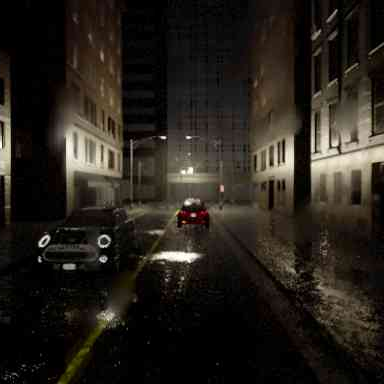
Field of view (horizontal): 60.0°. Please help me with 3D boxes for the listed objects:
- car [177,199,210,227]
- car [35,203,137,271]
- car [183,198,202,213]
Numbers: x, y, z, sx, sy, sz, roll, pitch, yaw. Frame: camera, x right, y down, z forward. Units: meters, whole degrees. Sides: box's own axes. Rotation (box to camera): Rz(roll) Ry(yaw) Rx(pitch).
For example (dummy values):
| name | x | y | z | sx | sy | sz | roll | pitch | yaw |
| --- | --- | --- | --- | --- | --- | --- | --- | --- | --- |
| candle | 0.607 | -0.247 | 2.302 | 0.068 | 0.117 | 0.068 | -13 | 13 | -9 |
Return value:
| name | x | y | z | sx | sy | sz | roll | pitch | yaw |
| --- | --- | --- | --- | --- | --- | --- | --- | --- | --- |
| car | 0.100 | 1.372 | 21.580 | 2.163 | 1.488 | 4.792 | 0 | 0 | 0 |
| car | -3.101 | 1.280 | 10.639 | 2.097 | 1.767 | 4.553 | 0 | 0 | 0 |
| car | 0.084 | 1.398 | 35.519 | 1.895 | 1.301 | 4.718 | 0 | 0 | 0 |
